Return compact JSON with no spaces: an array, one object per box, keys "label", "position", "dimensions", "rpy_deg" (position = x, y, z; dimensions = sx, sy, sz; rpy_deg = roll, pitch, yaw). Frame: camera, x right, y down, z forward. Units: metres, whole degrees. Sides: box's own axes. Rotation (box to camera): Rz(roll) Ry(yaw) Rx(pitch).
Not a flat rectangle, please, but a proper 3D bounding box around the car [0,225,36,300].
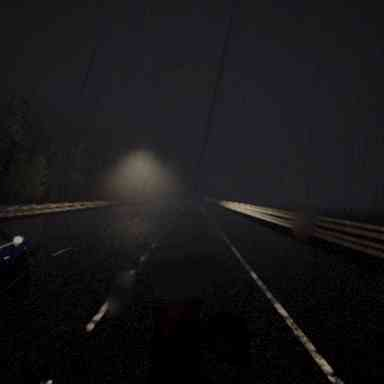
[{"label":"car","position":[-4.926,1.426,7.201],"dimensions":[2.097,1.767,4.553],"rpy_deg":[0,0,-13]}]
